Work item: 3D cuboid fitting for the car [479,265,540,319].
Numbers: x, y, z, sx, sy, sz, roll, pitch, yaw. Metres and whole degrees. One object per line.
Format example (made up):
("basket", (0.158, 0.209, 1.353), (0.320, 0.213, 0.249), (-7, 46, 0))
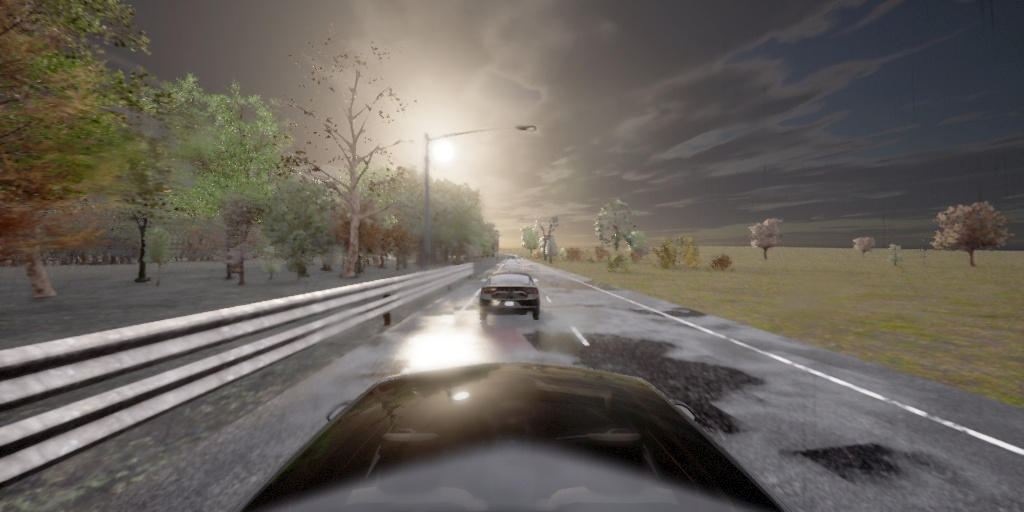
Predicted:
("car", (-0.069, 1.232, 12.795), (1.882, 1.535, 5.008), (0, 0, 0))

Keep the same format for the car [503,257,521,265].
("car", (-0.087, 1.218, 42.712), (1.812, 1.442, 4.674), (0, 0, 0))
